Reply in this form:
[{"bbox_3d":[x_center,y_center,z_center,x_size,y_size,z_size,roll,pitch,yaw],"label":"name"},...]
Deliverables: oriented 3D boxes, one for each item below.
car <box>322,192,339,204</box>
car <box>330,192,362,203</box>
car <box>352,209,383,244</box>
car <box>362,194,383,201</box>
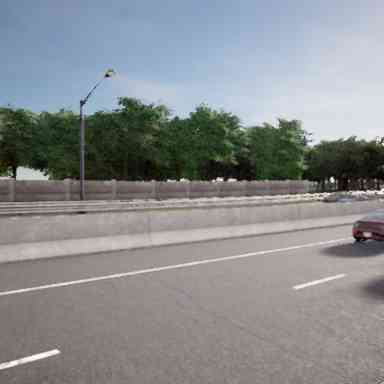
[{"bbox_3d":[18.567,0.773,42.150,4.553,1.767,2.097,-2,1,-33],"label":"car"},{"bbox_3d":[18.569,1.033,37.971,5.357,1.411,2.033,-2,1,-34],"label":"car"},{"bbox_3d":[8.611,1.429,14.045,4.674,1.442,1.812,-1,0,-35],"label":"car"},{"bbox_3d":[20.455,0.993,35.011,4.892,1.490,1.837,-2,1,-34],"label":"car"}]
